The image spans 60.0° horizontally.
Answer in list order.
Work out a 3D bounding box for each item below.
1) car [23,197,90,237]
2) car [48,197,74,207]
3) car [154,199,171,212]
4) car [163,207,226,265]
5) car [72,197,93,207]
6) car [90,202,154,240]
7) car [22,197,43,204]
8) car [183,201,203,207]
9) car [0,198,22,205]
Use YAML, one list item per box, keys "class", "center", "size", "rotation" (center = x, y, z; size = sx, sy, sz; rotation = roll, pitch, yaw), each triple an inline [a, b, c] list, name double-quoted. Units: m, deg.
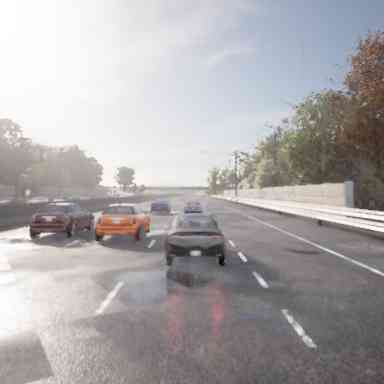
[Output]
- class: "car"
  center: [-6.893, 1.362, 18.147]
  size: [2.097, 1.767, 4.553]
  rotation: [0, 0, 0]
- class: "car"
  center: [-21.027, 1.598, 53.647]
  size: [2.033, 1.411, 5.357]
  rotation: [0, 0, 1]
- class: "car"
  center: [-3.386, 1.507, 36.745]
  size: [1.882, 1.535, 5.008]
  rotation: [0, 0, 0]
- class: "car"
  center: [0.104, 1.497, 11.706]
  size: [2.128, 1.511, 4.902]
  rotation: [0, 0, 0]
- class: "car"
  center: [-17.541, 1.576, 53.677]
  size: [1.812, 1.442, 4.674]
  rotation: [0, 0, 1]
- class: "car"
  center: [-3.393, 1.361, 17.094]
  size: [2.097, 1.767, 4.553]
  rotation: [0, 0, 0]
- class: "car"
  center: [-24.526, 1.576, 53.010]
  size: [1.812, 1.442, 4.674]
  rotation: [0, 0, 1]
- class: "car"
  center: [0.110, 1.572, 32.968]
  size: [2.033, 1.411, 5.357]
  rotation: [0, 0, 0]
- class: "car"
  center: [-28.022, 1.596, 51.365]
  size: [2.033, 1.411, 5.357]
  rotation: [0, 0, 1]
